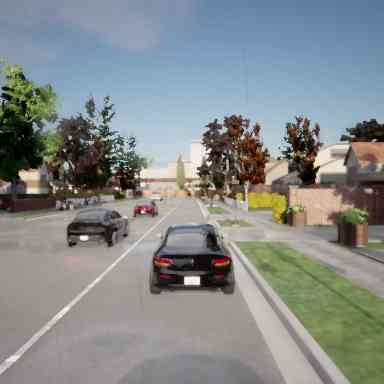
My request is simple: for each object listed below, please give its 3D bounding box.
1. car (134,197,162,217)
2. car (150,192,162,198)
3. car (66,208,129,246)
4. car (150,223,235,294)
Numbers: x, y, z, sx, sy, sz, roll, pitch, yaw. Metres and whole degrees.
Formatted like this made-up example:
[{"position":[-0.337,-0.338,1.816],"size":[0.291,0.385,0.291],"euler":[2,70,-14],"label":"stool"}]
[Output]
[{"position":[-4.142,1.487,30.302],"size":[1.812,1.442,4.674],"euler":[0,0,0],"label":"car"},{"position":[-7.645,0.929,71.855],"size":[2.150,2.045,5.566],"euler":[0,0,0],"label":"car"},{"position":[-4.142,1.505,15.213],"size":[1.837,1.490,4.892],"euler":[0,0,0],"label":"car"},{"position":[0.003,1.525,8.650],"size":[1.812,1.442,4.674],"euler":[0,0,0],"label":"car"}]
